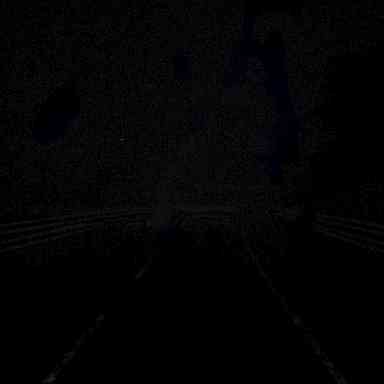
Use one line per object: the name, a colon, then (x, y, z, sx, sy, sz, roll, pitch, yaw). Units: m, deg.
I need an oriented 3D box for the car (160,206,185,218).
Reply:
car: (-3.011, 2.722, 45.535, 2.128, 1.511, 4.902, -2, -3, 44)

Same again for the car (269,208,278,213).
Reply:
car: (19.826, 4.479, 80.338, 1.895, 1.301, 4.718, -1, -3, 22)

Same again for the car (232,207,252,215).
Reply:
car: (9.082, 3.494, 60.362, 2.033, 1.411, 5.357, -1, -3, 34)
